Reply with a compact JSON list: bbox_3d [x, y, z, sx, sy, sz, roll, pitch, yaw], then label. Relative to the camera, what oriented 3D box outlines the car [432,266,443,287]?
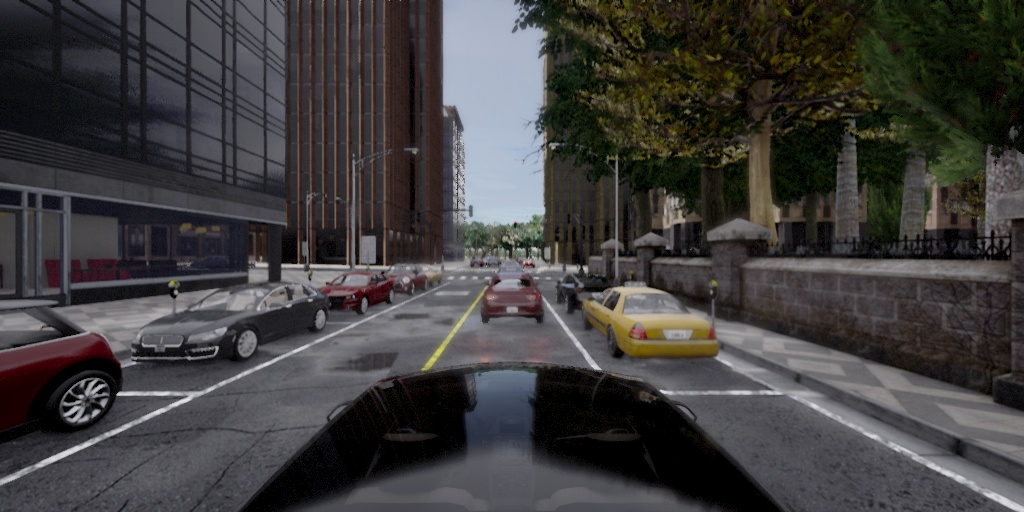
[{"bbox_3d":[-5.838,1.241,24.263,1.751,1.417,4.829,0,0,0],"label":"car"}]

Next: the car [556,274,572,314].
[{"bbox_3d":[2.725,1.297,13.552,1.948,1.339,4.313,0,0,0],"label":"car"}]

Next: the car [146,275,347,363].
[{"bbox_3d":[-5.780,1.290,8.062,2.007,1.370,4.403,0,0,0],"label":"car"}]

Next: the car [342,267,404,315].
[{"bbox_3d":[-5.800,1.276,13.519,1.888,1.381,4.507,0,0,0],"label":"car"}]

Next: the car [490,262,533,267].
[{"bbox_3d":[-0.066,1.267,21.620,2.033,1.411,5.357,0,0,0],"label":"car"}]

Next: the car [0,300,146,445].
[{"bbox_3d":[-5.760,1.188,2.605,1.967,1.591,4.097,0,0,0],"label":"car"}]

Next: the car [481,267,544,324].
[{"bbox_3d":[0.019,1.260,11.837,1.812,1.442,4.674,0,0,0],"label":"car"}]

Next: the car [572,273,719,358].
[{"bbox_3d":[2.744,1.265,8.265,1.751,1.417,4.829,0,0,0],"label":"car"}]

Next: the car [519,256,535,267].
[{"bbox_3d":[2.571,1.114,56.433,1.967,1.591,4.097,0,0,0],"label":"car"}]

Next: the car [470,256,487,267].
[{"bbox_3d":[-5.974,0.983,61.840,2.192,1.841,5.009,0,0,0],"label":"car"}]

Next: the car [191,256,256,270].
[{"bbox_3d":[-28.734,0.715,35.788,5.357,1.411,2.033,1,0,0],"label":"car"}]

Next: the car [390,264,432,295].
[{"bbox_3d":[-5.819,1.163,18.976,1.967,1.591,4.097,0,0,0],"label":"car"}]

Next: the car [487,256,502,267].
[{"bbox_3d":[-3.270,1.230,64.047,1.994,1.385,4.181,0,0,0],"label":"car"}]
